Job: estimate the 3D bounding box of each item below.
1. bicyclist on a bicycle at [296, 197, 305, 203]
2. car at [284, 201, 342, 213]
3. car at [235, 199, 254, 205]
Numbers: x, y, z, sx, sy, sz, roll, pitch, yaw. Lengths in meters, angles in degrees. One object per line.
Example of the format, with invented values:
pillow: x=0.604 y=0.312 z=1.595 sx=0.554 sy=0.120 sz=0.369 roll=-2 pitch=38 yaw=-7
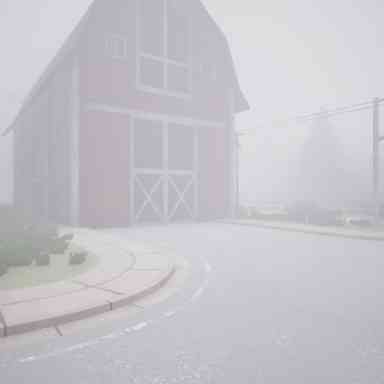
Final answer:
bicyclist on a bicycle: x=13.285 y=1.322 z=40.249 sx=1.656 sy=1.620 sz=0.582 roll=46 pitch=-25 yaw=-24
car: x=10.964 y=1.574 z=30.625 sx=2.033 sy=1.411 sz=5.357 roll=0 pitch=0 yaw=-35
car: x=5.415 y=1.552 z=38.675 sx=1.812 sy=1.442 sz=4.674 roll=0 pitch=0 yaw=-34
